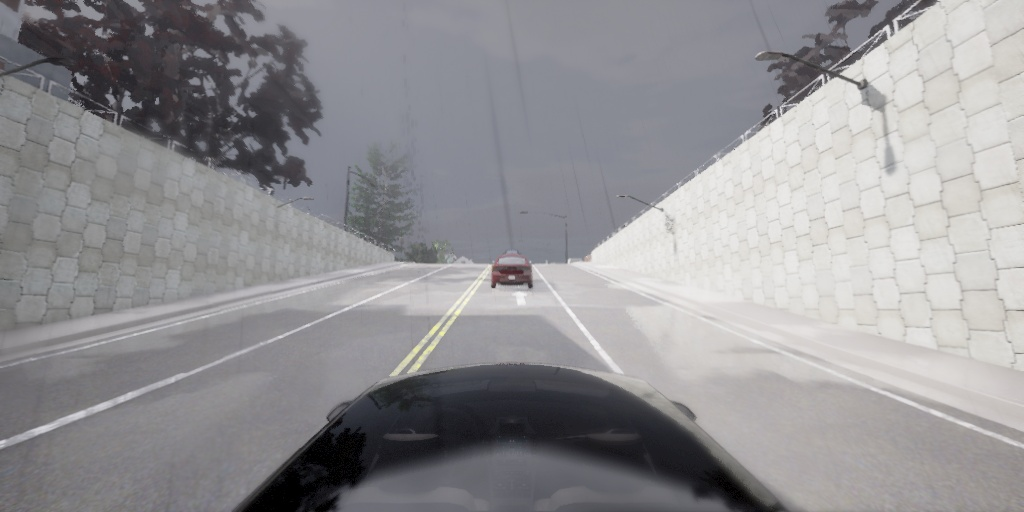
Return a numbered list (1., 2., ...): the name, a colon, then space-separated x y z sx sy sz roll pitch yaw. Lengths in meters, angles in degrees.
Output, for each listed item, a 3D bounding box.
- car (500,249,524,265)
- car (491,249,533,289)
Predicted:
1. car: -0.006 0.079 32.984 1.994 1.385 4.181 0 0 0
2. car: -0.005 0.645 17.641 1.882 1.535 5.008 0 3 0
